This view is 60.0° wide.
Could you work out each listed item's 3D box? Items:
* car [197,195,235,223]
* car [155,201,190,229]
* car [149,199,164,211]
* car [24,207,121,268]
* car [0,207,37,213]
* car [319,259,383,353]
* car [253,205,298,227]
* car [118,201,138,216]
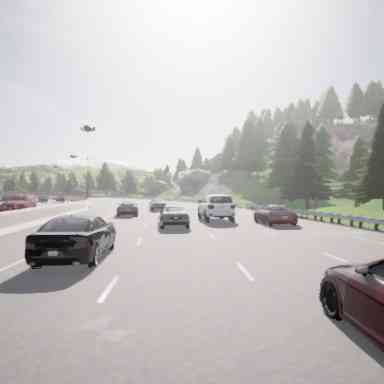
[{"bbox_3d":[1.796,1.219,25.988,2.150,2.045,5.566,0,0,-7],"label":"car"},{"bbox_3d":[-1.219,1.551,21.840,2.033,1.411,5.357,0,0,-6],"label":"car"},{"bbox_3d":[-4.220,1.557,40.787,2.033,1.411,5.357,0,0,-12],"label":"car"},{"bbox_3d":[-3.854,1.485,11.338,1.882,1.535,5.008,0,0,-3],"label":"car"},{"bbox_3d":[-17.246,1.254,33.380,2.150,2.045,5.566,0,0,-10],"label":"car"},{"bbox_3d":[3.441,1.558,4.657,1.994,1.385,4.181,0,0,-2],"label":"car"},{"bbox_3d":[5.653,1.554,22.990,1.994,1.385,4.181,0,0,-6],"label":"car"},{"bbox_3d":[-6.201,1.577,32.079,1.994,1.385,4.181,0,0,-9],"label":"car"}]
